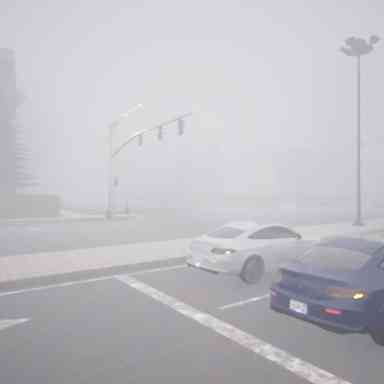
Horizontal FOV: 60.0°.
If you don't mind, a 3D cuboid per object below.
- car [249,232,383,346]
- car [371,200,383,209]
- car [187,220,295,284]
[{"bbox_3d":[3.438,1.541,6.293,4.674,1.442,1.812,0,0,-36],"label":"car"},{"bbox_3d":[27.021,1.714,46.465,4.718,1.301,1.895,0,0,-35],"label":"car"},{"bbox_3d":[2.009,1.543,9.591,4.674,1.442,1.812,0,0,-36],"label":"car"}]
